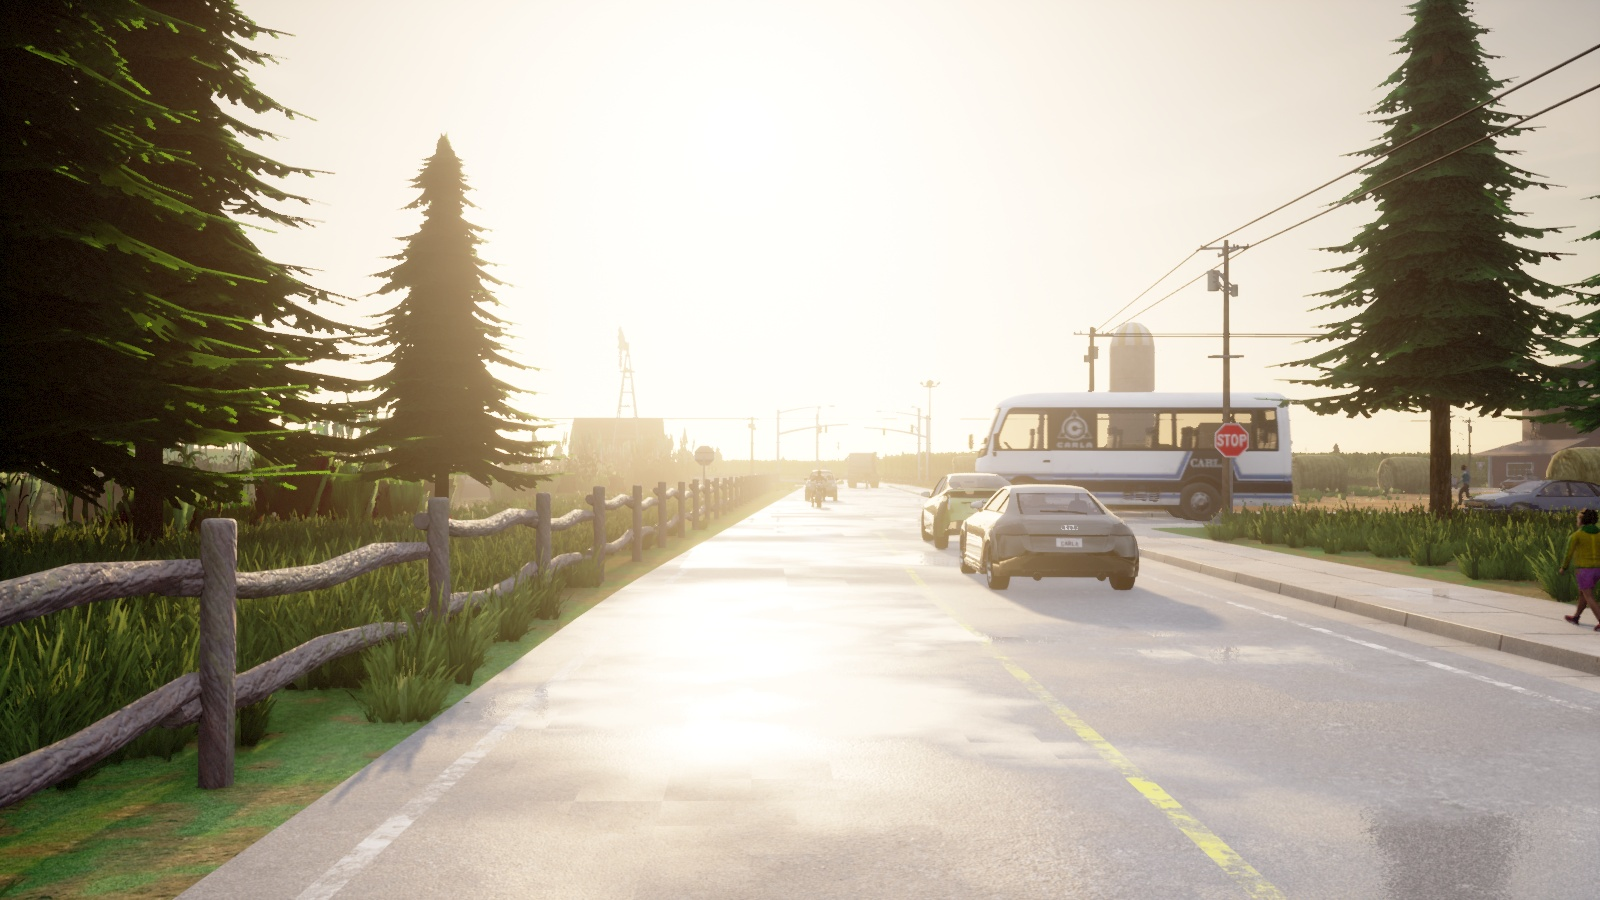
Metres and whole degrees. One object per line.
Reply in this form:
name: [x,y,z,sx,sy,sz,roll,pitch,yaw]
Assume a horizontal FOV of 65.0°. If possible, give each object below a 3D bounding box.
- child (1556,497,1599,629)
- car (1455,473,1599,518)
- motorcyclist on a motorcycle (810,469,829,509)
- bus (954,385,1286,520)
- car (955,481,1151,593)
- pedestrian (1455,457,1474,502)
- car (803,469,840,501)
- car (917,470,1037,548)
child: [7.151,1.008,11.362,0.299,1.160,0.473,0,-1,-3]
car: [24.965,1.488,41.727,5.357,1.411,2.033,0,-1,-1]
motorcyclist on a motorcycle: [0.838,1.656,53.898,0.766,1.649,2.350,0,-1,1]
bus: [10.389,0.123,42.029,10.273,4.253,3.944,0,-1,6]
car: [3.463,1.159,18.025,1.994,1.385,4.181,0,-1,1]
pedestrian: [28.185,1.246,53.279,0.692,1.930,0.396,-1,-1,24]
car: [1.142,1.805,65.966,1.851,1.617,3.988,0,-1,1]
car: [3.652,1.185,26.666,2.007,1.525,4.514,0,-1,1]
